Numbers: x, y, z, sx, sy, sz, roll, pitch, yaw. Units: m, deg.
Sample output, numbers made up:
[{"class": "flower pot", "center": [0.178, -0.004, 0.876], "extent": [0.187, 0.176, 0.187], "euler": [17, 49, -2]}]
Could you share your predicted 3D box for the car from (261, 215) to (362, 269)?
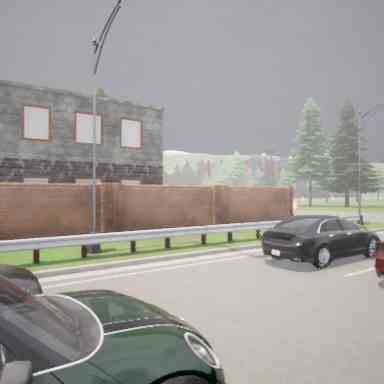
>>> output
[{"class": "car", "center": [4.466, 1.531, 11.267], "extent": [4.892, 1.490, 1.837], "euler": [0, 0, -35]}]

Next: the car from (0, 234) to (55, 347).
[{"class": "car", "center": [-4.451, 1.562, 4.870], "extent": [4.181, 1.385, 1.994], "euler": [0, 0, -36]}]

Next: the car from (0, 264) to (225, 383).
[{"class": "car", "center": [-1.896, 1.351, 2.395], "extent": [4.553, 1.767, 2.097], "euler": [0, 0, -35]}]

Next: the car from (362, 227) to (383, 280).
[{"class": "car", "center": [6.660, 1.503, 8.532], "extent": [5.008, 1.535, 1.882], "euler": [0, 0, -35]}]
